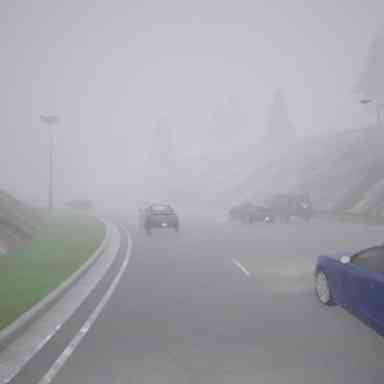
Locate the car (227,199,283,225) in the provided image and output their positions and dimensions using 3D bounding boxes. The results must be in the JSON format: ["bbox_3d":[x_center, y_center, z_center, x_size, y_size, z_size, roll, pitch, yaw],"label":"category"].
[{"bbox_3d":[4.129,1.473,23.766,1.837,1.490,4.892,1,0,-17],"label":"car"}]

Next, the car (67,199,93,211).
[{"bbox_3d":[-14.664,1.590,43.306,1.882,1.535,5.008,1,-1,-41],"label":"car"}]

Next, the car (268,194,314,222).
[{"bbox_3d":[7.144,1.166,26.103,2.150,2.045,5.566,0,0,-19],"label":"car"}]

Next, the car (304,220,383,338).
[{"bbox_3d":[3.523,1.450,4.945,1.882,1.535,5.008,0,0,-2],"label":"car"}]

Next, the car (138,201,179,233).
[{"bbox_3d":[-2.043,1.507,19.729,2.128,1.511,4.902,0,0,-15],"label":"car"}]
